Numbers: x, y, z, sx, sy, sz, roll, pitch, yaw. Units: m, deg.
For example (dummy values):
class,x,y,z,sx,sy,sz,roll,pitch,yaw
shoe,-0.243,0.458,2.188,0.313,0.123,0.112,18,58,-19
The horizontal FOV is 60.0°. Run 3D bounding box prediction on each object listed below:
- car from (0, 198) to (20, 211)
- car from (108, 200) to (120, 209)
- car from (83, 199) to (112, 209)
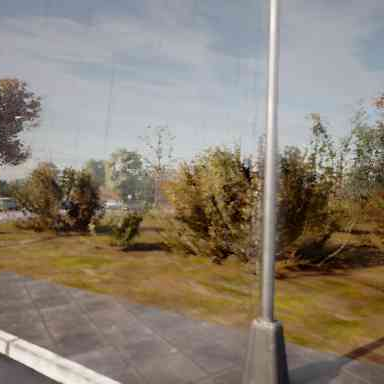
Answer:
class,x,y,z,sx,sy,sz,roll,pitch,yaw
car,-19.360,1.251,33.793,1.895,1.301,4.718,2,-1,19
car,-12.759,2.018,52.728,1.812,1.442,4.674,2,-2,19
car,-15.591,1.953,55.204,2.128,1.511,4.902,2,-2,20
